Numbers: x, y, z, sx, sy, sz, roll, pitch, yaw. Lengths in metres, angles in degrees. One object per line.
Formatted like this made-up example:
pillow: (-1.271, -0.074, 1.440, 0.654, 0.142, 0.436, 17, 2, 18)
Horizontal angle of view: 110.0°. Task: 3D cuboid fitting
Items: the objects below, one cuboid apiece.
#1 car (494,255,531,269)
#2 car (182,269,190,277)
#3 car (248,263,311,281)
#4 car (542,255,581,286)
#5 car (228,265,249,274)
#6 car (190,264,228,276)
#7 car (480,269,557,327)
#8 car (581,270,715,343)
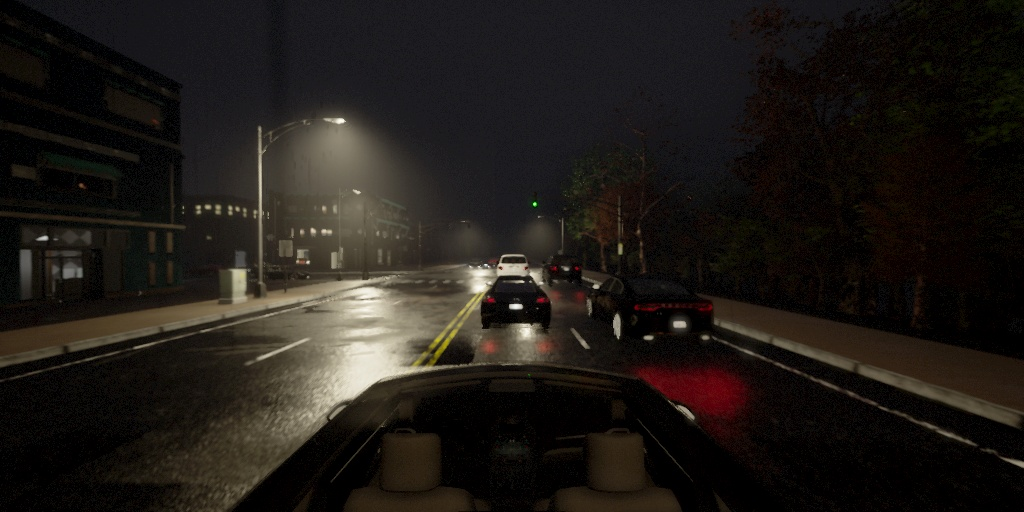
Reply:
car: (0.108, 0.917, 25.079, 2.150, 2.045, 5.566, 0, 0, 0)
car: (-33.984, 1.585, 34.001, 4.674, 1.442, 1.812, -1, 1, 0)
car: (-19.940, 1.498, 31.270, 4.313, 1.339, 1.948, 0, 0, 0)
car: (3.355, 0.918, 24.676, 2.150, 2.045, 5.566, 0, 0, 0)
car: (-28.272, 1.475, 39.784, 4.403, 1.370, 2.007, 0, 0, 0)
car: (-33.807, 1.569, 39.792, 4.207, 1.307, 1.802, 0, 0, 0)
car: (0.103, 1.292, 11.392, 1.994, 1.385, 4.181, 0, 0, 0)
car: (3.356, 1.209, 9.648, 1.882, 1.535, 5.008, 0, 0, 0)
